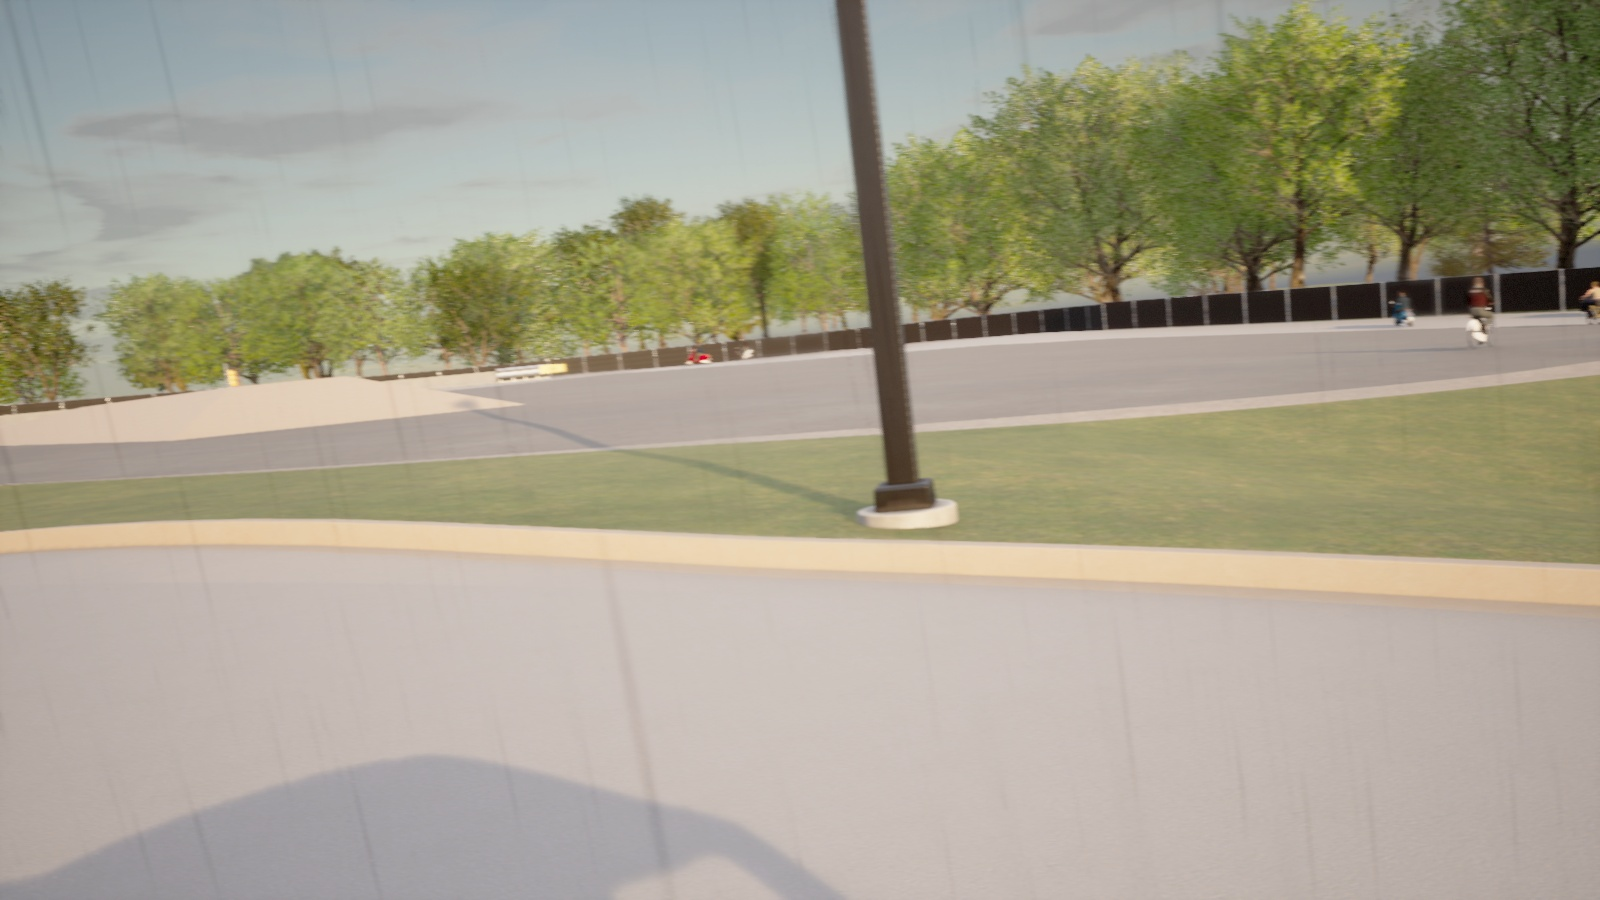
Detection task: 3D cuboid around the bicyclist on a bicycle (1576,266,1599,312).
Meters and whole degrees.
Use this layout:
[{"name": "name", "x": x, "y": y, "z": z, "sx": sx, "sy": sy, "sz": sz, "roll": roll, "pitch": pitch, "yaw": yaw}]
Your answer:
[{"name": "bicyclist on a bicycle", "x": 29.641, "y": -5.996, "z": 46.714, "sx": 0.866, "sy": 1.612, "sz": 1.509, "roll": -3, "pitch": 4, "yaw": 14}]

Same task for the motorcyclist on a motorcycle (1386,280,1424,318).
[{"name": "motorcyclist on a motorcycle", "x": 27.966, "y": -6.991, "z": 58.095, "sx": 0.866, "sy": 1.590, "sz": 1.817, "roll": -7, "pitch": 7, "yaw": 4}]

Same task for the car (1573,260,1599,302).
[{"name": "car", "x": 34.549, "y": -7.110, "z": 51.886, "sx": 1.851, "sy": 1.617, "sz": 3.988, "roll": -10, "pitch": 7, "yaw": -24}]

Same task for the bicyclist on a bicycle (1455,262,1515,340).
[{"name": "bicyclist on a bicycle", "x": 16.856, "y": -3.671, "z": 30.881, "sx": 1.843, "sy": 1.776, "sz": 0.659, "roll": -10, "pitch": 6, "yaw": -42}]

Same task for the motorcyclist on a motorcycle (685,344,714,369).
[{"name": "motorcyclist on a motorcycle", "x": -7.149, "y": -6.678, "z": 89.596, "sx": 1.817, "sy": 1.590, "sz": 0.866, "roll": -6, "pitch": 6, "yaw": 0}]
